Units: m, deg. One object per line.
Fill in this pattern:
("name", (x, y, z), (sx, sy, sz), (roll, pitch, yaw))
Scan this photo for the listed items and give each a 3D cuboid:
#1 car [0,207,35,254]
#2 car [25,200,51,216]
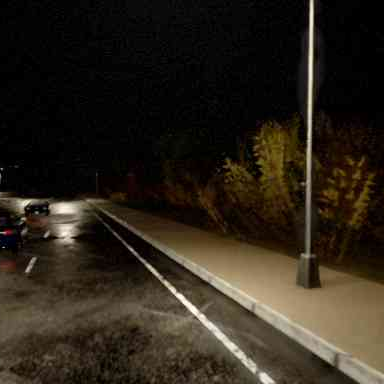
("car", (-7.517, 1.499, 12.882), (1.994, 1.385, 4.181), (-1, 1, -20))
("car", (-13.795, 1.411, 29.992), (1.895, 1.301, 4.718), (-1, 1, -20))
